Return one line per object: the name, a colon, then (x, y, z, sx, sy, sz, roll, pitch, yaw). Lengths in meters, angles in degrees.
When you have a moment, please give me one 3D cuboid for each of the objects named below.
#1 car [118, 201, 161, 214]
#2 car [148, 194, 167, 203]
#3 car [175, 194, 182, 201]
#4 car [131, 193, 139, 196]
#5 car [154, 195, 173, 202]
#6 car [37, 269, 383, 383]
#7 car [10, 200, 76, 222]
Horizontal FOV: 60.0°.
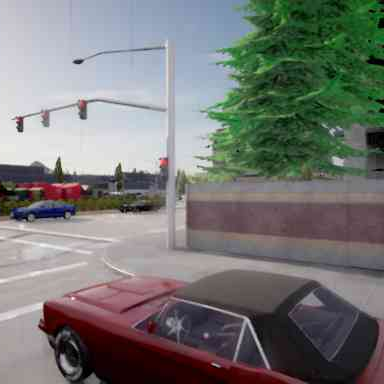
car: (-5.434, 1.572, 34.913, 1.895, 1.301, 4.718, 0, 0, 35)
car: (-7.710, 1.204, 69.429, 4.605, 1.855, 1.932, 0, 0, 35)
car: (-4.515, 1.446, 74.002, 3.806, 1.475, 1.970, 0, 0, 35)
car: (-13.473, 1.463, 87.459, 3.806, 1.475, 1.970, 0, 0, 35)
car: (-6.195, 1.415, 71.644, 3.905, 1.438, 1.784, 0, 0, 35)
car: (0.302, 1.603, 3.767, 4.718, 1.301, 1.895, 0, 0, 36)
car: (-11.577, 1.449, 26.167, 1.882, 1.535, 5.008, 0, 0, 35)
